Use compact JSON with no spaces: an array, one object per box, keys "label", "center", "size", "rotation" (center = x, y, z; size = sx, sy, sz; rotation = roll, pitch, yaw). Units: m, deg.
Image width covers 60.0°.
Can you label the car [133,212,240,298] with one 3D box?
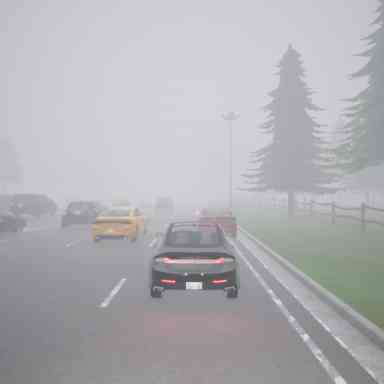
[{"label":"car","center":[0.058,1.490,8.469],"size":[2.128,1.511,4.902],"rotation":[0,0,0]}]

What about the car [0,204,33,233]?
[{"label":"car","center":[-10.388,1.545,16.613],"size":[2.033,1.411,5.357],"rotation":[0,0,0]}]

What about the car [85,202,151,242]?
[{"label":"car","center":[-3.388,1.475,16.320],"size":[1.882,1.535,5.008],"rotation":[0,0,0]}]

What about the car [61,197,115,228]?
[{"label":"car","center":[-6.884,1.349,22.113],"size":[2.097,1.767,4.553],"rotation":[0,0,0]}]

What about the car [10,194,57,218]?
[{"label":"car","center":[-13.978,1.217,29.667],"size":[2.150,2.045,5.566],"rotation":[0,0,-2]}]

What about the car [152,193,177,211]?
[{"label":"car","center":[-3.368,1.346,41.763],"size":[2.097,1.767,4.553],"rotation":[0,0,0]}]

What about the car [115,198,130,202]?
[{"label":"car","center":[-10.366,1.557,49.056],"size":[1.994,1.385,4.181],"rotation":[0,0,0]}]

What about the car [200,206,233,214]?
[{"label":"car","center":[1.238,1.475,17.810],"size":[1.882,1.535,5.008],"rotation":[0,0,0]}]

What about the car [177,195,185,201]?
[{"label":"car","center":[-3.437,1.513,87.161],"size":[1.812,1.442,4.674],"rotation":[0,0,0]}]

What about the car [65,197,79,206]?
[{"label":"car","center":[-20.729,1.593,57.300],"size":[1.895,1.301,4.718],"rotation":[0,0,-25]}]

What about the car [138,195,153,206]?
[{"label":"car","center":[-6.878,1.519,49.485],"size":[1.812,1.442,4.674],"rotation":[0,0,0]}]
